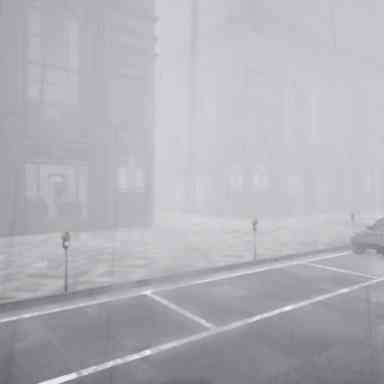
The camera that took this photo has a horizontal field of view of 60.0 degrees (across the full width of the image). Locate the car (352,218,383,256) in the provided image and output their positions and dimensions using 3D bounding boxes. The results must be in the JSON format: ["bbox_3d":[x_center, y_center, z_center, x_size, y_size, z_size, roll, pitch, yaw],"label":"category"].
[{"bbox_3d":[7.584,1.563,12.057,4.313,1.339,1.947,0,0,-36],"label":"car"}]
